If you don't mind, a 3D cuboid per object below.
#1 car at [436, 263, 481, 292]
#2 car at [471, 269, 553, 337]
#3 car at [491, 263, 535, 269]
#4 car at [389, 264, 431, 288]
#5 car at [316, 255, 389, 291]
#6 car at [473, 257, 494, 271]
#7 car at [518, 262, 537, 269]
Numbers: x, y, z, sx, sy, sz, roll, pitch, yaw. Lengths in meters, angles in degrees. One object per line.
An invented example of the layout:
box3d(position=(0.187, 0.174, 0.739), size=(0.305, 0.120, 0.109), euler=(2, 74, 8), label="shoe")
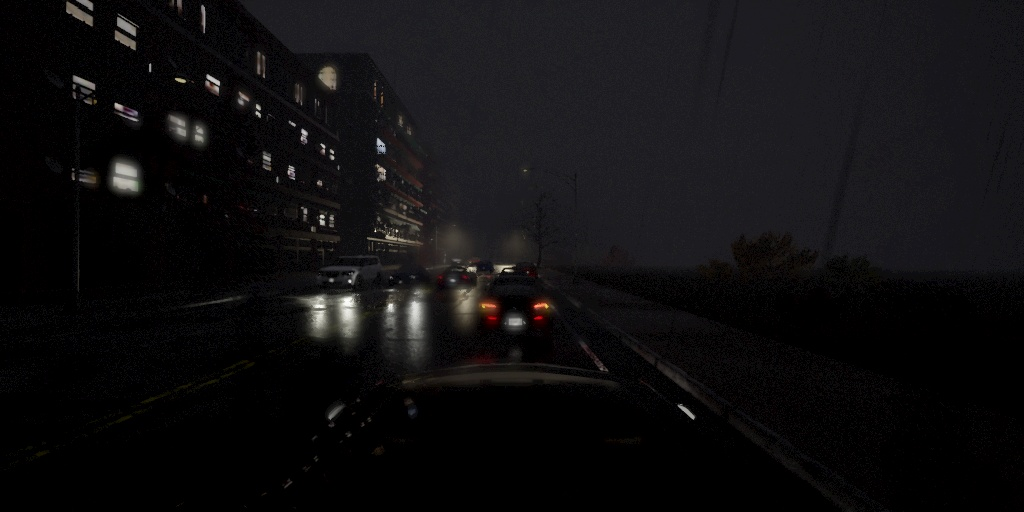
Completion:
box3d(position=(-3.192, 1.316, 21.329), size=(1.994, 1.385, 4.181), euler=(0, 0, 0), label="car")
box3d(position=(0.074, 1.277, 10.155), size=(1.812, 1.442, 4.674), euler=(0, 0, 0), label="car")
box3d(position=(0.061, 1.317, 20.322), size=(1.994, 1.385, 4.181), euler=(0, 0, 0), label="car")
box3d(position=(-6.649, 1.279, 23.756), size=(1.812, 1.442, 4.674), euler=(0, 0, 0), label="car")
box3d(position=(-9.897, 0.974, 22.406), size=(2.150, 2.045, 5.566), euler=(0, 0, 0), label="car")
box3d(position=(-3.241, 1.230, 43.533), size=(1.882, 1.535, 5.008), euler=(0, 0, 0), label="car")
box3d(position=(1.077, 1.231, 29.850), size=(1.882, 1.535, 5.008), euler=(0, 0, 0), label="car")
